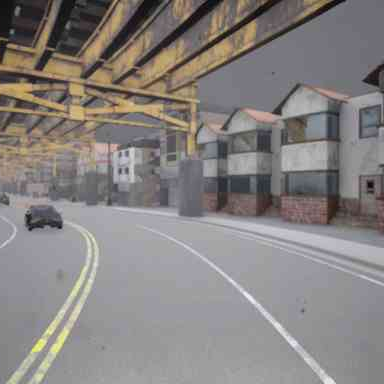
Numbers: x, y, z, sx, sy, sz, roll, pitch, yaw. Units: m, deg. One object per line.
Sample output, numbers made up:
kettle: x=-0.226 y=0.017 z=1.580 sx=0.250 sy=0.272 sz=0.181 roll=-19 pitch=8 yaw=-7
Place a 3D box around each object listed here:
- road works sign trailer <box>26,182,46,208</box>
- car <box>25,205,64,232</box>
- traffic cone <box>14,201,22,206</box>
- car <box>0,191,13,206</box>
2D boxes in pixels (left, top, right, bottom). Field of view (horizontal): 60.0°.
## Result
road works sign trailer: x=-22.288 y=0.404 z=47.328 sx=2.380 sy=3.560 sz=2.880 roll=-1 pitch=0 yaw=-33
car: x=-9.179 y=1.515 z=20.450 sx=2.033 sy=1.411 sz=5.357 roll=0 pitch=0 yaw=-29
traffic cone: x=-27.379 y=1.906 z=52.339 sx=0.340 sy=0.580 sz=0.340 roll=-1 pitch=0 yaw=-33
car: x=-30.980 y=1.185 z=54.037 sx=2.150 sy=2.045 sz=5.566 roll=-1 pitch=0 yaw=-33
